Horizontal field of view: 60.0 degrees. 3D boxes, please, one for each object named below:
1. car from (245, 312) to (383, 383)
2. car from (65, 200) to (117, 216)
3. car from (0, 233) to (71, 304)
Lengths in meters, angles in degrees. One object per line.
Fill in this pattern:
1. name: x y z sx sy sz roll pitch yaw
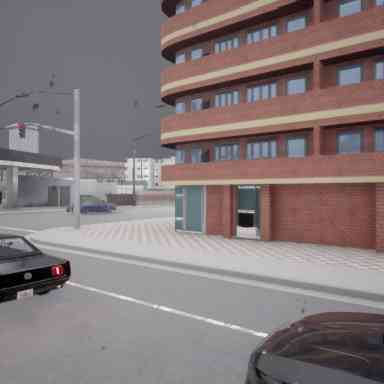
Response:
1. car: 2.699 1.514 2.070 4.892 1.490 1.837 0 0 35
2. car: -10.082 1.560 33.798 2.033 1.411 5.357 0 0 35
3. car: -4.883 1.599 7.460 4.718 1.301 1.895 0 0 36
